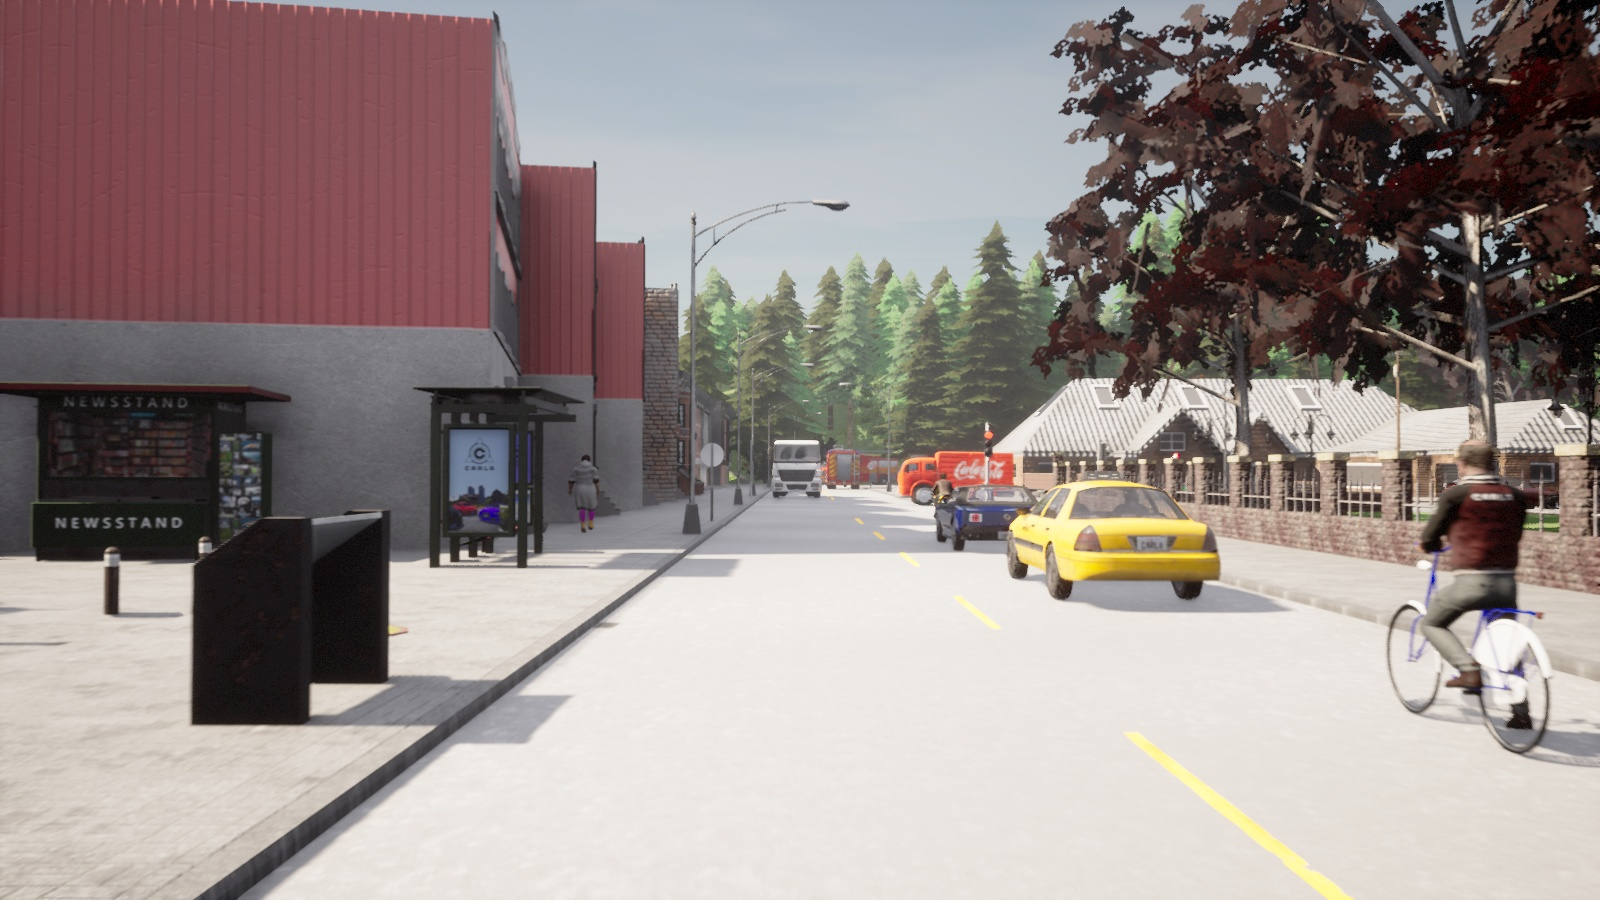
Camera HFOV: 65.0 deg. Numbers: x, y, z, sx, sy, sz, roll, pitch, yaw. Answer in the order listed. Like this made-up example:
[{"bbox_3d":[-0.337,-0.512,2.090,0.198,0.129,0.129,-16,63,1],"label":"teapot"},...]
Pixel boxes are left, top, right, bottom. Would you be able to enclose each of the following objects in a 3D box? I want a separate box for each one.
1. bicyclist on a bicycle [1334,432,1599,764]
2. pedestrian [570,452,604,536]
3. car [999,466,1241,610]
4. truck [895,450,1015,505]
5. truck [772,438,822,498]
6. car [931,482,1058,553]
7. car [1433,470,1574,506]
[{"bbox_3d":[3.981,0.797,7.638,0.659,1.776,1.843,0,0,0],"label":"bicyclist on a bicycle"},{"bbox_3d":[-5.033,1.042,29.714,0.659,1.952,0.873,0,-1,1],"label":"pedestrian"},{"bbox_3d":[3.959,1.015,16.540,1.801,1.575,5.366,0,-1,0],"label":"car"},{"bbox_3d":[7.031,1.263,57.574,5.204,2.467,2.627,0,-2,2],"label":"truck"},{"bbox_3d":[-0.189,1.108,76.141,2.891,3.462,7.936,0,-1,0],"label":"truck"},{"bbox_3d":[3.938,1.337,26.164,1.895,1.301,4.718,0,-1,0],"label":"car"},{"bbox_3d":[29.845,1.588,53.359,4.792,1.488,2.163,0,-1,-2],"label":"car"}]
